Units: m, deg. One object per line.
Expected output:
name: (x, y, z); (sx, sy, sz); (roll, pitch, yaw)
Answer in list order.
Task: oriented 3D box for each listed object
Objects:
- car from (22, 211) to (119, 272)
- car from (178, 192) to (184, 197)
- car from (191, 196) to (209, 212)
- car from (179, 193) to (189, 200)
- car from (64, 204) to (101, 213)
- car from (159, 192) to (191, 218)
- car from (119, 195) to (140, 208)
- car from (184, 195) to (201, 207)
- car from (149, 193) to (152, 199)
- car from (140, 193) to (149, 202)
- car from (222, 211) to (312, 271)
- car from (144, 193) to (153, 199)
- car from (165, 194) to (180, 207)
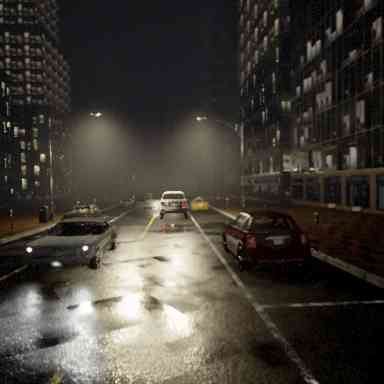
car: (-3.678, 1.567, 10.911); (1.895, 1.301, 4.718); (-1, 1, -4)
car: (-3.157, 0.814, 94.760); (1.802, 1.307, 4.206); (-2, 1, -4)
car: (0.706, 1.206, 33.178); (1.752, 1.417, 4.829); (-2, 1, -4)
car: (-1.761, 0.914, 72.473); (1.752, 1.417, 4.829); (-2, 1, -4)
car: (-6.939, 1.483, 21.256); (2.008, 1.369, 4.403); (-2, 1, -4)
car: (-1.529, 0.996, 27.492); (2.150, 2.045, 5.566); (-1, 1, -4)
car: (-8.354, 1.199, 43.710); (1.967, 1.590, 4.097); (-2, 1, -4)
car: (0.014, 1.162, 44.235); (1.947, 1.339, 4.313); (-2, 1, -4)
car: (-10.110, 1.134, 71.780); (1.802, 1.307, 4.206); (-2, 1, -4)
car: (-9.407, 1.178, 60.553); (1.887, 1.381, 4.507); (-2, 1, -4)
car: (2.123, 1.300, 10.552); (1.967, 1.590, 4.097); (-2, 1, -4)
car: (-10.816, 1.023, 83.008); (2.008, 1.369, 4.403); (-2, 1, -4)
car: (-2.665, 1.111, 45.704); (1.882, 1.535, 5.008); (-1, 0, -4)
